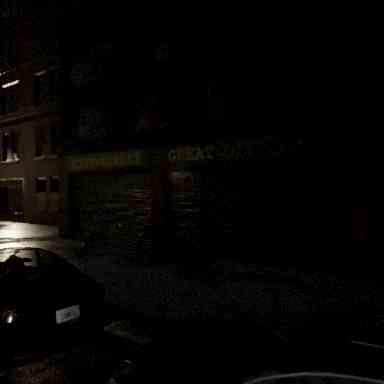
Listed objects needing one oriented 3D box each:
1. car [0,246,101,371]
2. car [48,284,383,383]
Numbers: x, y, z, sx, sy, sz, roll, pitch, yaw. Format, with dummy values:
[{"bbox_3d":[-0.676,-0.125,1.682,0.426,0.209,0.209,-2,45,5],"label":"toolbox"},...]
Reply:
[{"bbox_3d":[-3.249,1.571,5.399,4.313,1.339,1.947,0,0,36],"label":"car"},{"bbox_3d":[1.247,1.551,2.191,4.403,1.369,2.008,0,0,36],"label":"car"}]
